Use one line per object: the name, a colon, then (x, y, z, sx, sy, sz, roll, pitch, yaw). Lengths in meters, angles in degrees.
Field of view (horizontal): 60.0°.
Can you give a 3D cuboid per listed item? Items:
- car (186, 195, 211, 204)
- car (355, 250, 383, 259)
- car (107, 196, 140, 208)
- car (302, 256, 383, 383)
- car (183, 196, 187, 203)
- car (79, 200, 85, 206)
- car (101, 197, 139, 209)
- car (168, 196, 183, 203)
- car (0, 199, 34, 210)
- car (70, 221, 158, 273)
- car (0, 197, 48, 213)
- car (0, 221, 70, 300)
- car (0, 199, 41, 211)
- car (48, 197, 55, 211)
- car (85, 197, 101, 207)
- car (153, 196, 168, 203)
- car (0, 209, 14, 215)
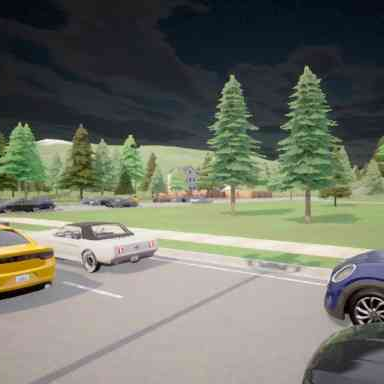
car: (1.548, 1.601, 61.203, 1.895, 1.301, 4.718, 0, 0, 37)
car: (4.499, 1.352, 5.067, 4.553, 1.767, 2.097, 0, 0, 36)
car: (-10.359, 1.478, 50.881, 1.882, 1.535, 5.008, 0, 1, 36)
car: (3.102, 1.505, 1.762, 4.892, 1.490, 1.837, 0, 0, 35)
car: (0.836, 1.351, 66.116, 2.097, 1.767, 4.553, 0, 0, 37)
car: (-16.228, 1.525, 54.700, 1.812, 1.442, 4.674, 0, 0, 36)
car: (-9.826, 1.564, 45.677, 1.994, 1.385, 4.181, 0, 0, 36)
car: (-2.015, 1.492, 68.102, 2.128, 1.511, 4.902, 0, 0, 36)
car: (-23.832, 1.601, 44.301, 1.895, 1.301, 4.718, 0, 0, 36)
car: (-3.433, 1.601, 10.728, 4.718, 1.301, 1.895, 0, 0, 35)
car: (-18.025, 1.505, 34.417, 1.837, 1.490, 4.892, 0, 0, 36)
car: (-5.215, 1.478, 7.698, 5.008, 1.535, 1.882, 0, 0, 35)
car: (-21.575, 1.601, 41.457, 1.895, 1.301, 4.718, 0, 0, 36)
car: (-18.728, 1.352, 39.419, 2.097, 1.767, 4.553, 0, 0, 36)
car: (-13.733, 1.490, 52.194, 2.128, 1.511, 4.902, 0, 0, 36)
car: (-6.139, 1.563, 68.377, 1.994, 1.385, 4.181, 0, 0, 36)
car: (-10.839, 1.601, 15.998, 4.718, 1.301, 1.895, 0, 0, 35)
